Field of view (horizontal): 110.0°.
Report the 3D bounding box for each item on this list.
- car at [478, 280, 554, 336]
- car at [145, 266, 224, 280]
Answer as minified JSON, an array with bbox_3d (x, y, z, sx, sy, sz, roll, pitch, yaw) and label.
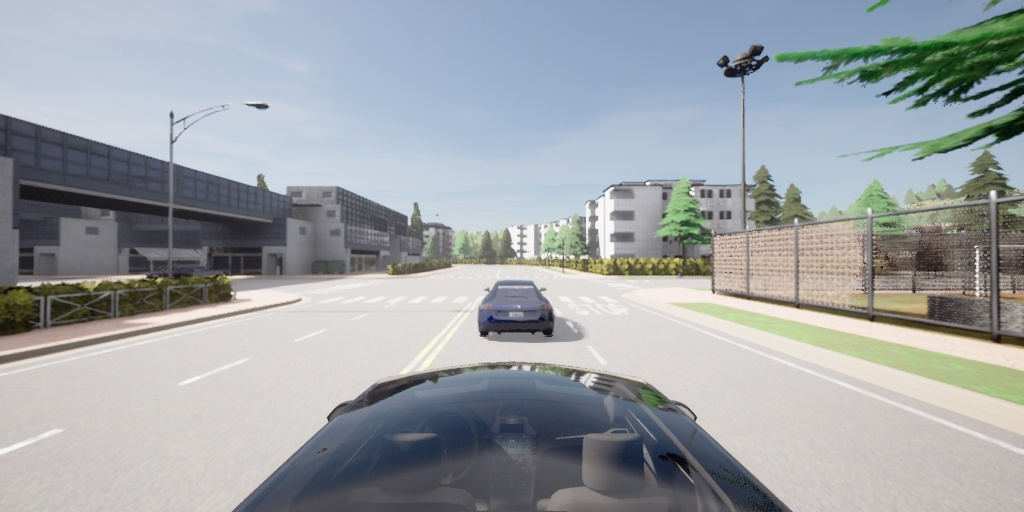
[{"bbox_3d":[0.098,1.397,10.678,1.994,1.385,4.181,0,0,0],"label":"car"},{"bbox_3d":[-26.984,1.556,29.670,5.357,1.411,2.033,0,-1,-1],"label":"car"}]
